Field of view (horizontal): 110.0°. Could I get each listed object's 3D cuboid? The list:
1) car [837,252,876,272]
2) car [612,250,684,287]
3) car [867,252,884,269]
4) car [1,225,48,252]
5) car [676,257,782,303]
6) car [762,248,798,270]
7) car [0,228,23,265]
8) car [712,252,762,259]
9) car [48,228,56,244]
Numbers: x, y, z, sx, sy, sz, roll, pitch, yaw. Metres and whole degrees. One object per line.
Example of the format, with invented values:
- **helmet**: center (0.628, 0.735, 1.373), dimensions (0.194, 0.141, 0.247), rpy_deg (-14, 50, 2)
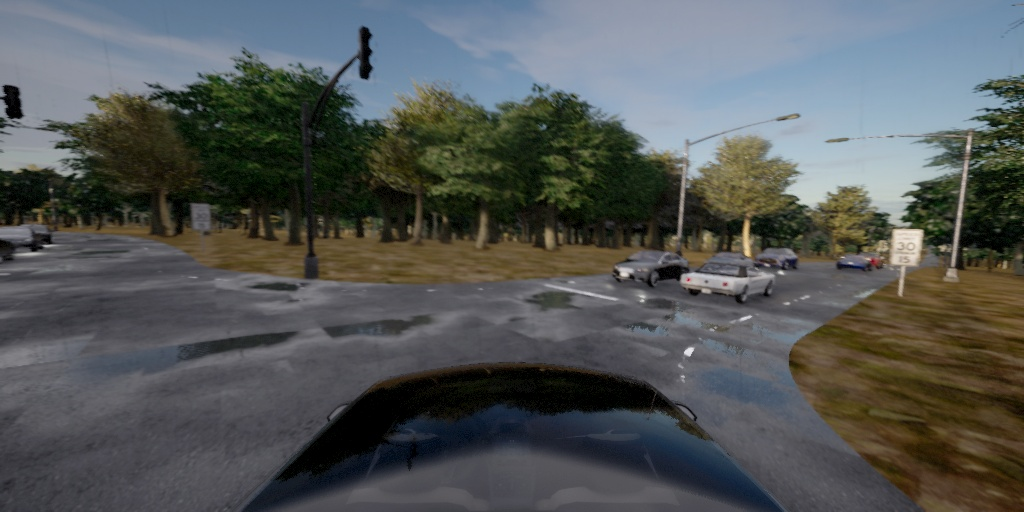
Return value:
- **car**: center (31.451, 0.601, 32.938), dimensions (4.181, 1.385, 1.994), rpy_deg (0, 5, -40)
- **car**: center (6.720, 0.498, 17.131), dimensions (4.902, 1.511, 2.128), rpy_deg (-1, 6, -42)
- **car**: center (39.438, 0.414, 39.624), dimensions (4.553, 1.767, 2.097), rpy_deg (1, 4, -40)
- **car**: center (-29.891, -1.021, 21.575), dimensions (4.674, 1.442, 1.812), rpy_deg (5, 7, 42)
- **car**: center (8.545, 0.916, 13.982), dimensions (4.718, 1.301, 1.895), rpy_deg (-1, 5, -40)
- **car**: center (21.950, 0.122, 29.732), dimensions (4.553, 1.767, 2.097), rpy_deg (0, 5, -39)
- **car**: center (-22.725, -0.329, 14.935), dimensions (4.181, 1.385, 1.994), rpy_deg (5, 7, 44)
- **car**: center (14.098, 0.441, 23.246), dimensions (4.181, 1.385, 1.994), rpy_deg (-1, 5, -40)
- **car**: center (-37.663, -1.702, 28.237), dimensions (4.892, 1.490, 1.837), rpy_deg (5, 7, 39)
